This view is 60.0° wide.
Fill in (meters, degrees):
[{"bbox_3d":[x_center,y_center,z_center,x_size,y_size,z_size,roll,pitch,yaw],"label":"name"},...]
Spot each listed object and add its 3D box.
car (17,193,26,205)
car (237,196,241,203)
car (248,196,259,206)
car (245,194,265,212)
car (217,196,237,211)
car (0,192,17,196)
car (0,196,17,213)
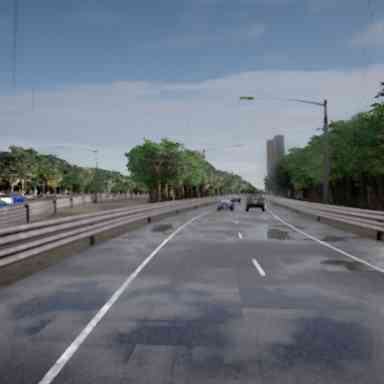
[{"bbox_3d":[-25.394,1.100,47.028,2.150,2.045,5.566,0,-1,-9],"label":"car"},{"bbox_3d":[8.932,1.548,67.250,1.837,1.490,4.892,0,-1,10],"label":"car"},{"bbox_3d":[10.757,1.515,57.950,1.882,1.535,5.008,0,0,11],"label":"car"},{"bbox_3d":[7.536,1.238,39.868,2.150,2.045,5.566,0,0,10],"label":"car"},{"bbox_3d":[4.261,1.533,41.376,1.812,1.442,4.674,0,0,11],"label":"car"},{"bbox_3d":[-24.289,1.123,41.486,2.150,2.045,5.566,0,2,-10],"label":"car"},{"bbox_3d":[-18.970,1.397,32.112,1.882,1.535,5.008,0,0,-12],"label":"car"}]
